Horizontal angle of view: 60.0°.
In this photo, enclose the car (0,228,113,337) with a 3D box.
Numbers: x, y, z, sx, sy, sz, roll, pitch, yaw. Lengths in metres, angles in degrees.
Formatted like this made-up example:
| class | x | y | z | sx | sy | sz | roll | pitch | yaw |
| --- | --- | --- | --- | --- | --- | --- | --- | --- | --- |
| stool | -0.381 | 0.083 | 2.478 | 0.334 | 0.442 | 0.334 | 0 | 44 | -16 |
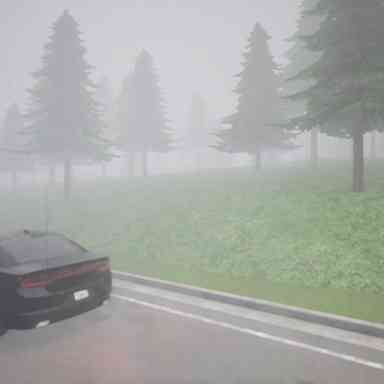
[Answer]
| class | x | y | z | sx | sy | sz | roll | pitch | yaw |
| --- | --- | --- | --- | --- | --- | --- | --- | --- | --- |
| car | -3.751 | 1.472 | 6.651 | 5.008 | 1.535 | 1.882 | 0 | 0 | 35 |
